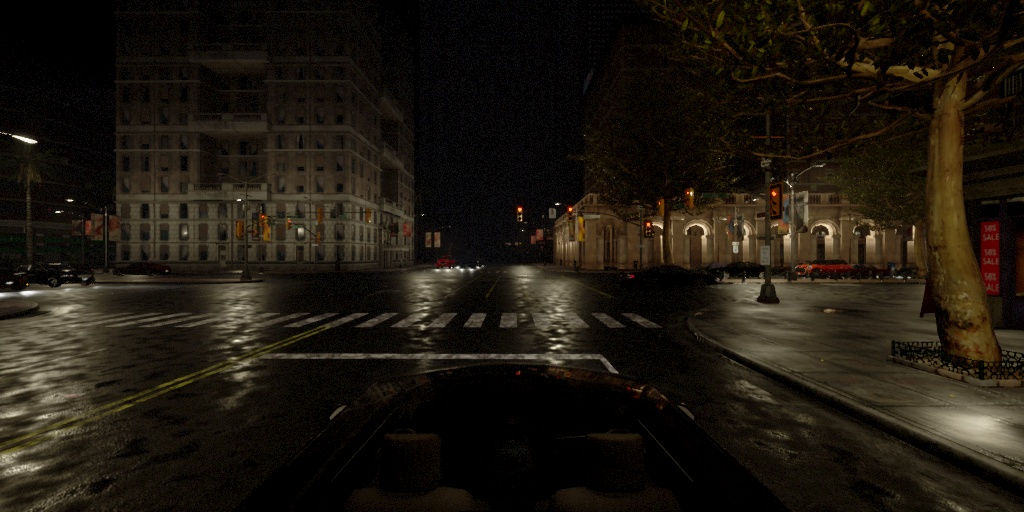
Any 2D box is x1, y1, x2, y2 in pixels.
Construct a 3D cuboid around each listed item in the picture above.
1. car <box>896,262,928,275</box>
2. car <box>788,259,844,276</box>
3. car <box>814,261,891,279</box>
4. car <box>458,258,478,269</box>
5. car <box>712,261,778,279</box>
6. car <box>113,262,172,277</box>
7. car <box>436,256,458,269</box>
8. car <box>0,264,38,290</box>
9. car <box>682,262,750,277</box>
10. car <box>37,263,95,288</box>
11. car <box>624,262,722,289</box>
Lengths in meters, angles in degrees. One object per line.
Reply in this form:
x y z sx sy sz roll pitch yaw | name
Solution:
40.491 1.297 34.482 5.357 1.411 2.033 0 0 1 | car
29.931 1.102 34.577 4.553 1.767 2.097 0 0 0 | car
29.575 1.351 31.082 4.718 1.301 1.895 0 0 1 | car
-6.952 1.275 57.228 1.812 1.442 4.674 0 0 0 | car
19.698 1.228 31.163 5.008 1.535 1.882 0 0 0 | car
-36.077 1.275 35.109 4.674 1.442 1.812 0 0 1 | car
-10.454 0.971 56.821 2.150 2.045 5.566 0 0 0 | car
-29.798 1.314 19.875 4.181 1.385 1.994 0 0 1 | car
19.642 1.297 34.664 5.357 1.411 2.033 0 0 1 | car
-30.240 1.241 23.386 4.902 1.511 2.128 0 0 1 | car
9.997 1.297 22.929 5.357 1.411 2.033 0 0 3 | car
